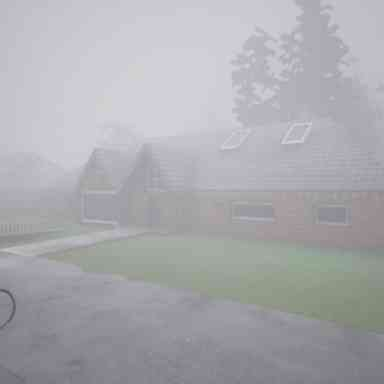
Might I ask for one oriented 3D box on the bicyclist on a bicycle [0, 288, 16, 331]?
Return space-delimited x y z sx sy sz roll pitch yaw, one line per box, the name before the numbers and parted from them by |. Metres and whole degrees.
bicyclist on a bicycle | -3.234 1.344 4.454 0.582 1.620 1.656 1 6 36
